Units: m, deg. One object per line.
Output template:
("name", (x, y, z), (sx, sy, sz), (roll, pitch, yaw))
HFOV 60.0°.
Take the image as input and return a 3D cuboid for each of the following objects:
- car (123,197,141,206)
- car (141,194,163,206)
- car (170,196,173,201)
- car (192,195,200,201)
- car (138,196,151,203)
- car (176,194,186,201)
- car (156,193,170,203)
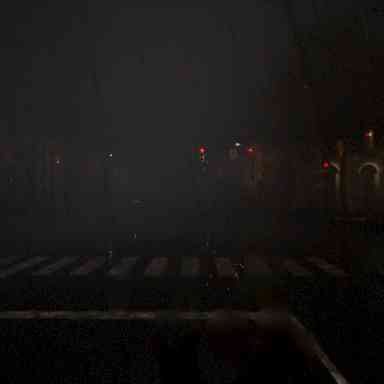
("car", (-10.056, 1.553, 55.190), (2.033, 1.411, 5.357), (0, 0, 1))
("car", (-6.563, 1.553, 55.011), (2.033, 1.411, 5.357), (0, 0, 1))
("car", (-5.983, 1.604, 85.148), (1.895, 1.301, 4.718), (0, 0, 1))
("car", (0.906, 1.460, 79.425), (2.128, 1.511, 4.902), (0, 0, 1))
("car", (-9.798, 1.561, 69.167), (1.994, 1.385, 4.181), (0, 0, 1))
("car", (-2.594, 1.289, 79.462), (2.097, 1.767, 4.553), (0, 0, 1))
("car", (-6.291, 1.533, 69.481), (1.812, 1.442, 4.674), (0, 0, 1))
